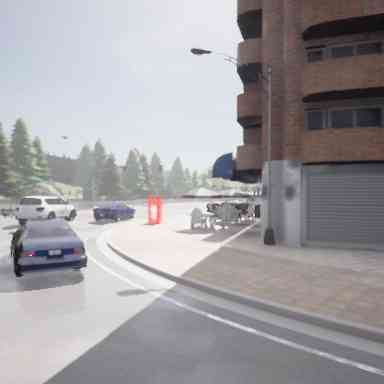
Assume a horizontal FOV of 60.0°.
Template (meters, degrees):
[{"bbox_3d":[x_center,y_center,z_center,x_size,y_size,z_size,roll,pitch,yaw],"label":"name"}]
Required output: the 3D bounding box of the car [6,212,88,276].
[{"bbox_3d":[-4.714,1.595,10.674,2.033,1.411,5.357,1,0,-29],"label":"car"}]

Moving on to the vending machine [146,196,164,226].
[{"bbox_3d":[-2.647,1.349,23.771,1.100,2.100,0.880,0,0,6],"label":"vending machine"}]

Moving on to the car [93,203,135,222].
[{"bbox_3d":[-6.435,1.637,28.081,1.882,1.535,5.008,0,-1,13],"label":"car"}]

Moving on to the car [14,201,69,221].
[{"bbox_3d":[-13.355,1.631,29.915,1.837,1.490,4.892,0,-1,13],"label":"car"}]

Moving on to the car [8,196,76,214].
[{"bbox_3d":[-10.714,1.328,24.772,2.150,2.045,5.566,0,0,5],"label":"car"}]

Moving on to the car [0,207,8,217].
[{"bbox_3d":[-16.346,1.726,32.596,1.895,1.301,4.718,0,0,15],"label":"car"}]
